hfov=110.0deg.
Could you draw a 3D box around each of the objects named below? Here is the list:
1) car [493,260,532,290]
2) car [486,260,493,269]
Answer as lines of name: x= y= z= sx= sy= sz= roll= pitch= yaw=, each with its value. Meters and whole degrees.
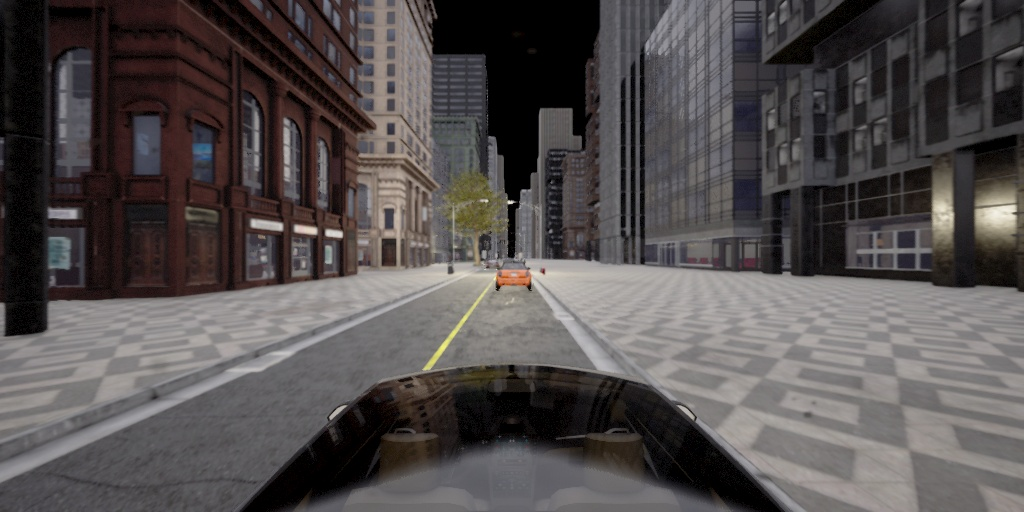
car: x=0.103 y=1.089 z=22.359 sx=2.097 sy=1.767 sz=4.553 roll=0 pitch=0 yaw=0
car: x=-2.996 y=1.275 z=55.749 sx=1.812 sy=1.442 sz=4.674 roll=0 pitch=0 yaw=0
